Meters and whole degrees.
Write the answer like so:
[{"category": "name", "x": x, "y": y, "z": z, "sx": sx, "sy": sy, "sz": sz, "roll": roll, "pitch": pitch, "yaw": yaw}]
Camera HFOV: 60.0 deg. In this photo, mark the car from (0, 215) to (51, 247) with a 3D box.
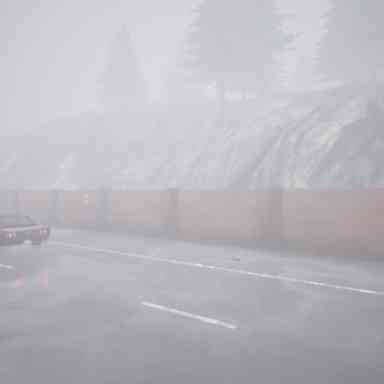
[{"category": "car", "x": -8.059, "y": 1.614, "z": 13.982, "sx": 4.718, "sy": 1.301, "sz": 1.895, "roll": 0, "pitch": 0, "yaw": 36}]
